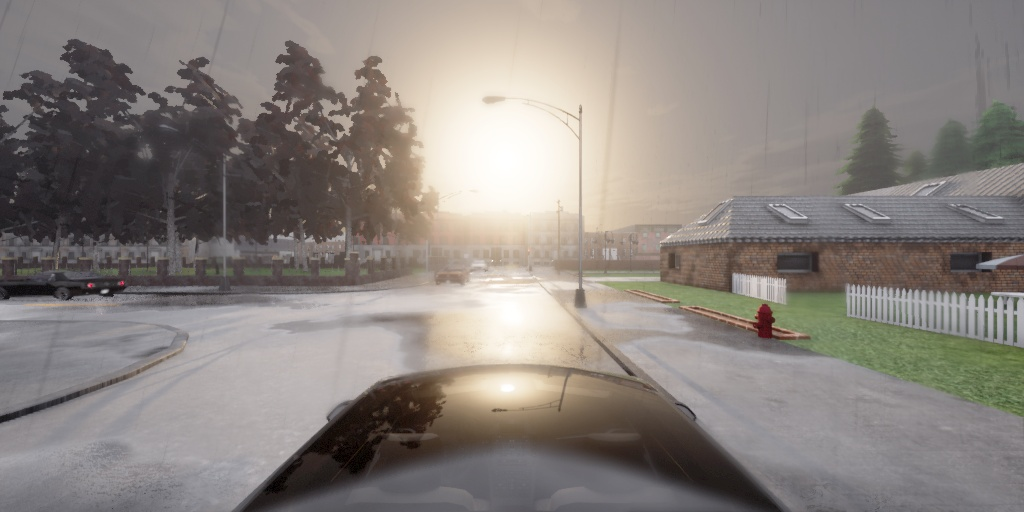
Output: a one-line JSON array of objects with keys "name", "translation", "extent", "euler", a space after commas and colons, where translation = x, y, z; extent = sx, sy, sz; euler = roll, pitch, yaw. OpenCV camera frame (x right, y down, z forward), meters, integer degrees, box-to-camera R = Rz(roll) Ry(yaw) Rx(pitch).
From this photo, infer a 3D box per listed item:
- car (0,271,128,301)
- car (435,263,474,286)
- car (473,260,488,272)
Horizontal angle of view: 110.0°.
[{"name": "car", "translation": [-21.046, 1.351, 16.634], "extent": [4.718, 1.301, 1.895], "euler": [0, 0, 1]}, {"name": "car", "translation": [-4.102, 1.351, 25.257], "extent": [1.895, 1.301, 4.718], "euler": [0, 0, 0]}, {"name": "car", "translation": [-4.080, 1.275, 44.870], "extent": [1.812, 1.442, 4.674], "euler": [0, 0, 0]}]
